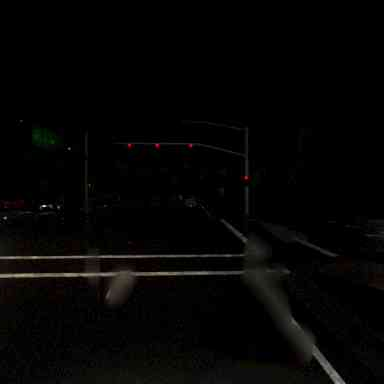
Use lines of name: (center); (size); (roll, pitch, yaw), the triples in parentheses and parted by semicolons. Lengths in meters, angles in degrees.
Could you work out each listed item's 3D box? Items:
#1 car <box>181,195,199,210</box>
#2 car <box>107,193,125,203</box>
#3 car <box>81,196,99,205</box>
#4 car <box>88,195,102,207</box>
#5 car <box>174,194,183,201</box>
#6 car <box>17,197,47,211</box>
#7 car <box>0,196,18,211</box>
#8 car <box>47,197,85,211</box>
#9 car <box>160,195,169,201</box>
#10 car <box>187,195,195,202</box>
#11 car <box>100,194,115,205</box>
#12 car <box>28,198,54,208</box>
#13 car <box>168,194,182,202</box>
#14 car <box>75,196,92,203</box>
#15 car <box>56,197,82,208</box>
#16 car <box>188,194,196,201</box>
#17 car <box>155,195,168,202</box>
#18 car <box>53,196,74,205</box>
car: (-0.116, 1.526, 43.216); (1.812, 1.442, 4.674); (0, 0, 0)
car: (-15.181, 1.225, 68.146); (2.150, 2.045, 5.566); (0, 0, 0)
car: (-18.716, 1.505, 61.088); (1.837, 1.490, 4.892); (0, 0, 0)
car: (-15.226, 1.564, 49.255); (1.994, 1.385, 4.181); (0, 0, 0)
car: (-3.469, 1.296, 84.467); (2.097, 1.767, 4.553); (0, 0, 1)
car: (-18.745, 1.547, 40.902); (2.033, 1.411, 5.357); (0, 0, 0)
car: (-22.207, 1.352, 40.409); (2.097, 1.767, 4.553); (0, 0, 0)
car: (-15.207, 1.491, 40.352); (2.128, 1.511, 4.902); (0, 0, 0)
car: (-6.967, 1.465, 84.580); (1.812, 1.442, 4.674); (0, 0, 1)
car: (-0.159, 1.522, 74.234); (1.812, 1.442, 4.674); (0, 0, 1)
car: (-15.230, 1.564, 57.665); (1.994, 1.385, 4.181); (0, 0, 0)
car: (-22.227, 1.564, 49.040); (1.994, 1.385, 4.181); (0, 0, 0)
car: (-3.656, 1.551, 74.638); (1.994, 1.385, 4.181); (0, 0, 1)
car: (-22.179, 1.594, 68.065); (1.895, 1.301, 4.718); (0, 0, 0)
car: (-18.731, 1.547, 50.974); (2.033, 1.411, 5.357); (0, 0, 0)
car: (0.031, 1.419, 84.414); (1.882, 1.535, 5.008); (0, 0, 1)
car: (-7.159, 1.537, 74.218); (2.033, 1.411, 5.357); (0, 0, 1)
car: (-22.219, 1.526, 57.782); (1.812, 1.442, 4.674); (0, 0, 0)
